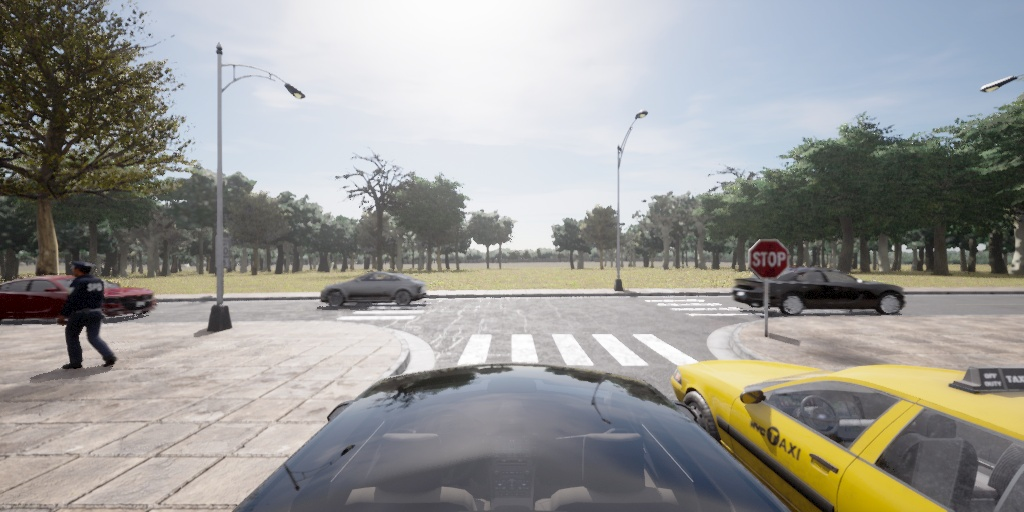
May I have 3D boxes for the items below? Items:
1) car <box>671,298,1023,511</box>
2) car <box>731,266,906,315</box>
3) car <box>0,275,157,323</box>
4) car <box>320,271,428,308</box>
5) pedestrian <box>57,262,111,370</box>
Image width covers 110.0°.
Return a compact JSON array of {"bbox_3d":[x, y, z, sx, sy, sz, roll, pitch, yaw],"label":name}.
[{"bbox_3d":[2.636,1.275,2.168,1.751,1.417,4.829,0,0,0],"label":"car"},{"bbox_3d":[10.194,1.108,12.112,5.008,1.535,1.882,0,0,0],"label":"car"},{"bbox_3d":[-15.112,1.403,12.188,5.008,1.535,1.882,-1,0,0],"label":"car"},{"bbox_3d":[-5.713,1.345,15.110,4.181,1.385,1.994,-1,0,0],"label":"car"},{"bbox_3d":[-7.155,0.949,5.999,0.375,1.860,0.375,0,0,0],"label":"pedestrian"}]
